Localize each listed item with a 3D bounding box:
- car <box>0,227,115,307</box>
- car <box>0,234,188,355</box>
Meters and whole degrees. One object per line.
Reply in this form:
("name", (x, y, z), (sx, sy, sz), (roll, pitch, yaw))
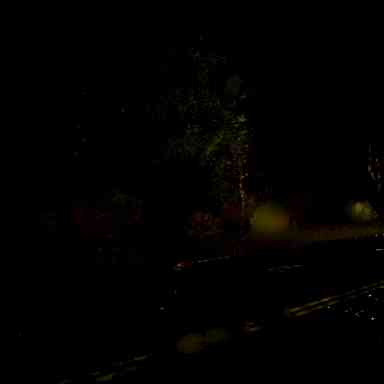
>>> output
("car", (-4.768, 1.954, 8.502), (5.008, 1.535, 1.882), (-3, -6, -35))
("car", (-2.156, 1.586, 6.112), (4.181, 1.385, 1.994), (0, -1, -35))
